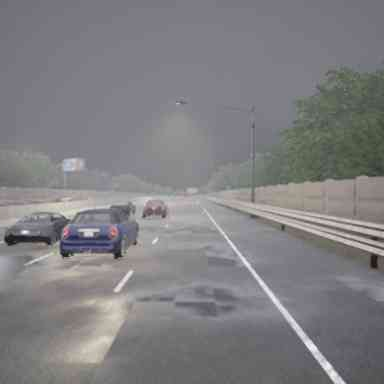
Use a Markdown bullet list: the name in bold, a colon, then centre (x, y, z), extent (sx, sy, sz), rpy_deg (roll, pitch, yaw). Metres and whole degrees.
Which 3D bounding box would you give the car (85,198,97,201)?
- **car**: centre (-17.521, 1.837, 57.799), extent (1.812, 1.442, 4.674), rpy_deg (0, 0, 1)

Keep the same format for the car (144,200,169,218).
- **car**: centre (-3.392, 1.503, 31.792), extent (2.097, 1.767, 4.553), rpy_deg (0, 0, 0)

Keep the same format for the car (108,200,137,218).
- **car**: centre (-6.891, 1.639, 33.648), extent (1.882, 1.535, 5.008), rpy_deg (0, 0, 0)

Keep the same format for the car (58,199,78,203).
- **car**: centre (-21.010, 1.914, 58.031), extent (1.895, 1.301, 4.718), rpy_deg (0, 0, 1)

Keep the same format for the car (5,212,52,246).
- **car**: centre (-6.896, 1.638, 15.741), extent (1.994, 1.385, 4.181), rpy_deg (0, 0, 0)

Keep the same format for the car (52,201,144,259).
- **car**: centre (-3.396, 1.413, 13.064), extent (2.097, 1.767, 4.553), rpy_deg (0, 0, 0)

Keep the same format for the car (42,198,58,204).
- **car**: centre (-24.511, 1.792, 58.354), extent (1.882, 1.535, 5.008), rpy_deg (0, 0, 1)

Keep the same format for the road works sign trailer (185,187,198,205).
- **road works sign trailer**: centre (0.020, 0.856, 69.196), extent (2.380, 3.560, 2.880), rpy_deg (0, 0, 0)
